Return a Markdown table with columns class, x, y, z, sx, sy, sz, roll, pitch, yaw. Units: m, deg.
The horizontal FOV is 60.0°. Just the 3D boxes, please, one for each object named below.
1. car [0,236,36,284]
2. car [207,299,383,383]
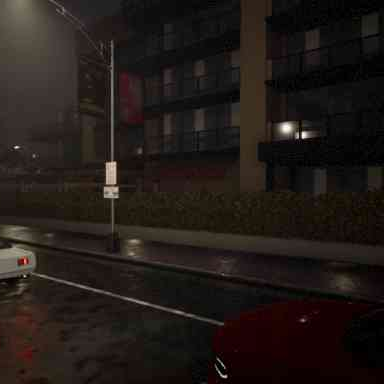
| class | x | y | z | sx | sy | sz | roll | pitch | yaw |
| --- | --- | --- | --- | --- | --- | --- | --- | --- | --- |
| car | -5.996 | 1.601 | 8.291 | 4.718 | 1.301 | 1.895 | 0 | 0 | 36 |
| car | 2.450 | 1.478 | 2.336 | 5.008 | 1.535 | 1.882 | 0 | 0 | 35 |
